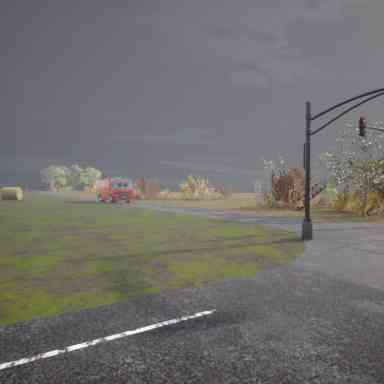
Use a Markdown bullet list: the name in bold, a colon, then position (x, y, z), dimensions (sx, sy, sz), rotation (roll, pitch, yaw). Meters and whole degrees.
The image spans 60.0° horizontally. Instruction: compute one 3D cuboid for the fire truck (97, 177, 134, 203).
- **fire truck**: position (-11.715, -0.354, 50.059), dimensions (2.891, 3.827, 8.468), rotation (1, 0, -32)
